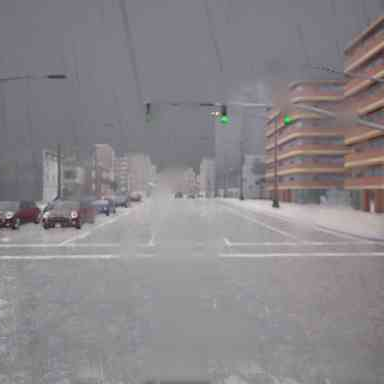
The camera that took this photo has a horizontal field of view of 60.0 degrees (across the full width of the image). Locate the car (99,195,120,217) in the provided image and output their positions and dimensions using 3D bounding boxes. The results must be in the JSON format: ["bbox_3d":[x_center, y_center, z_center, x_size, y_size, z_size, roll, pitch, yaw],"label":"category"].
[{"bbox_3d":[-7.944,1.326,29.601,1.812,1.442,4.674,0,1,-3],"label":"car"}]

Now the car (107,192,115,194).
[{"bbox_3d":[-12.365,0.797,50.872,2.097,1.767,4.553,0,1,-2],"label":"car"}]

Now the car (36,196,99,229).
[{"bbox_3d":[-7.545,1.264,20.733,2.097,1.767,4.553,0,1,-3],"label":"car"}]

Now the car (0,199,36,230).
[{"bbox_3d":[-11.029,1.266,20.327,2.097,1.767,4.553,0,1,-3],"label":"car"}]

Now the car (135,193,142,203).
[{"bbox_3d":[-8.892,0.915,51.657,1.882,1.535,5.008,0,1,-2],"label":"car"}]

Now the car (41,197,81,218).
[{"bbox_3d":[-11.443,1.300,29.457,1.837,1.490,4.892,0,1,-3],"label":"car"}]

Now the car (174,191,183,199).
[{"bbox_3d":[-3.578,0.848,89.993,2.150,2.045,5.566,0,-2,-3],"label":"car"}]

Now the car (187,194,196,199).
[{"bbox_3d":[-0.116,1.179,90.907,1.812,1.442,4.674,0,-2,-3],"label":"car"}]

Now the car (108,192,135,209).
[{"bbox_3d":[-8.393,1.140,39.689,1.837,1.490,4.892,0,1,-2],"label":"car"}]

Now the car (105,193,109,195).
[{"bbox_3d":[-11.902,1.174,39.810,2.033,1.411,5.357,0,1,-2],"label":"car"}]
